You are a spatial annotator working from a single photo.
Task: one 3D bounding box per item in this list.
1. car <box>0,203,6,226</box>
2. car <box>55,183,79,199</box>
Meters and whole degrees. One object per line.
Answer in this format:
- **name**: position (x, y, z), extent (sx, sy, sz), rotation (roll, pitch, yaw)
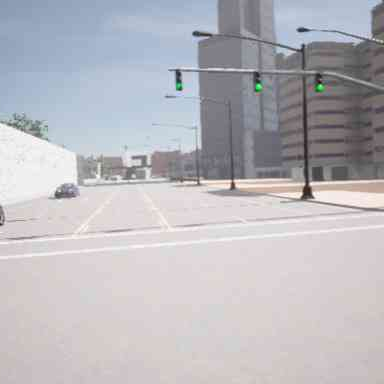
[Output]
- **car**: position (-10.201, 0.936, 14.849), extent (2.097, 1.767, 4.553), rotation (-3, 3, -10)
- **car**: position (-14.726, -0.260, 39.323), extent (2.097, 1.767, 4.553), rotation (-3, 3, -10)
